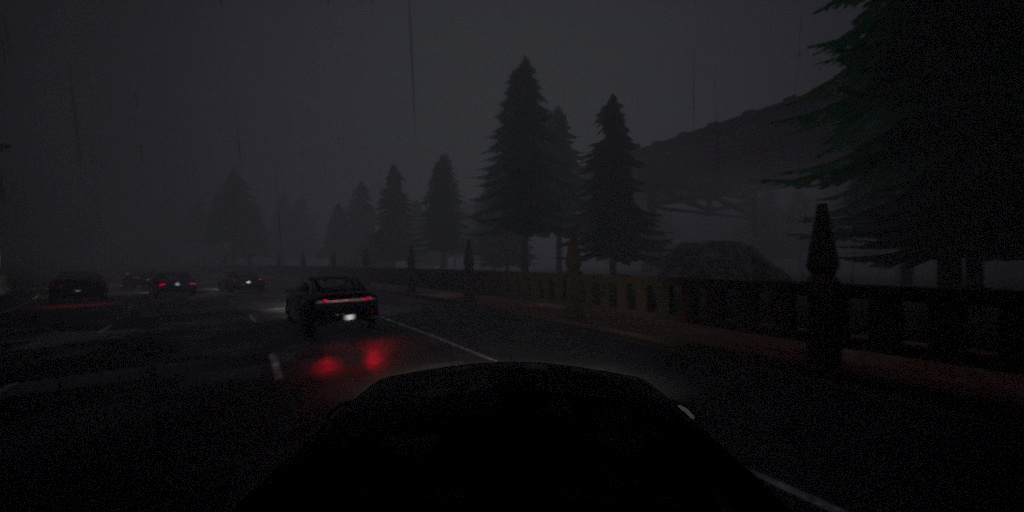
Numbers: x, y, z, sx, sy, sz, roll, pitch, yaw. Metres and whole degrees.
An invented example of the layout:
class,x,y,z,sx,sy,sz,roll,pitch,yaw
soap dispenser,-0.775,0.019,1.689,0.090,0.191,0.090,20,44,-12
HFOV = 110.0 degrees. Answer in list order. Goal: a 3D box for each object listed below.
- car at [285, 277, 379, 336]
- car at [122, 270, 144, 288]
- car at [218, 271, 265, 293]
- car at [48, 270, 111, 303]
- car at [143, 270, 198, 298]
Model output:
class,x,y,z,sx,sy,sz,roll,pitch,yaw
car,-5.670,1.389,11.090,2.128,1.511,4.902,0,-1,-39
car,-29.373,1.791,28.663,4.181,1.385,1.994,-1,-1,36
car,-18.508,1.691,24.514,4.181,1.385,1.994,-1,-1,42
car,-22.891,1.551,19.069,5.008,1.535,1.882,-1,-1,42
car,-20.402,1.643,21.565,5.357,1.411,2.033,-1,-1,42
